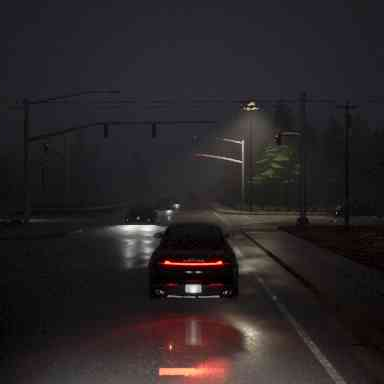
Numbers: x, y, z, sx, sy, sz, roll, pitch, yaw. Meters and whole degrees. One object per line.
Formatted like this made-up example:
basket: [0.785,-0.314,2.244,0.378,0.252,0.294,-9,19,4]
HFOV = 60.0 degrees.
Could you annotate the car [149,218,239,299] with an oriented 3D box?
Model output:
car: [0.049,1.501,8.461,1.837,1.490,4.892,0,0,1]

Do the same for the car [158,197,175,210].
car: [-3.592,1.504,42.636,1.837,1.490,4.892,0,0,0]

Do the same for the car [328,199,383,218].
car: [14.590,1.378,29.596,4.553,1.767,2.097,0,0,1]

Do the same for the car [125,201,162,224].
car: [-3.598,1.570,24.260,1.994,1.385,4.181,0,0,0]

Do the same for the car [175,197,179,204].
car: [-3.488,1.599,62.560,1.895,1.301,4.718,0,0,1]

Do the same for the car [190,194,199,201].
car: [0.580,1.353,80.886,2.097,1.767,4.553,0,0,2]

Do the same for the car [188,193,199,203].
car: [0.306,1.222,70.494,2.150,2.045,5.566,0,0,2]
